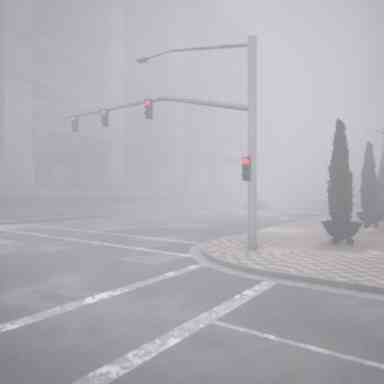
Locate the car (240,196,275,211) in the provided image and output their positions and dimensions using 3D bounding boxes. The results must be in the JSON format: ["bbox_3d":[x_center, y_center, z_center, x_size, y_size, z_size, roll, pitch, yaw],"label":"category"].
[{"bbox_3d":[7.982,1.556,41.189,2.033,1.411,5.357,0,0,36],"label":"car"}]
